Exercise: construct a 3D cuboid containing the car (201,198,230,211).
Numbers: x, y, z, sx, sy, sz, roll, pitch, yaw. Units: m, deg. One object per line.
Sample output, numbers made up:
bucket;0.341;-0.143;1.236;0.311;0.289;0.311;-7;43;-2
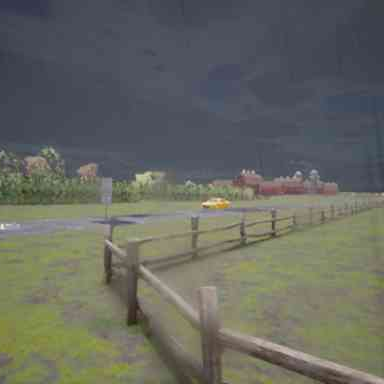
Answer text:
car;2.998;1.516;41.310;1.882;1.535;5.008;2;0;34
